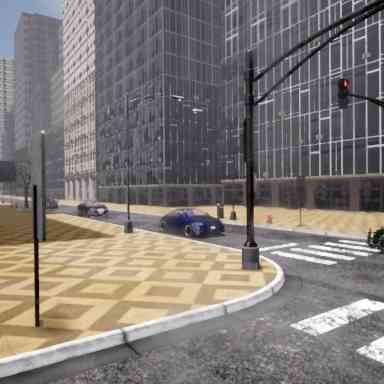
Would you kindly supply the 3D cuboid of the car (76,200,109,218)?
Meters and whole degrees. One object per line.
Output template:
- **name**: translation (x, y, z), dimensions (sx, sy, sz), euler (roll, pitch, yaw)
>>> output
- **car**: translation (-9.455, 1.552, 31.454), dimensions (2.128, 1.511, 4.902), euler (-1, 0, -35)

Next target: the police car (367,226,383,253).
- **police car**: translation (8.599, 1.501, 11.107), dimensions (2.038, 1.542, 4.974), euler (-1, 0, -35)

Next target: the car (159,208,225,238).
- **car**: translation (-0.100, 1.604, 18.225), dimensions (1.994, 1.385, 4.181), euler (-1, 0, -35)

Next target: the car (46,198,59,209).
- **car**: translation (-19.938, 1.646, 46.443), dimensions (1.837, 1.490, 4.892), euler (-1, 0, -35)
